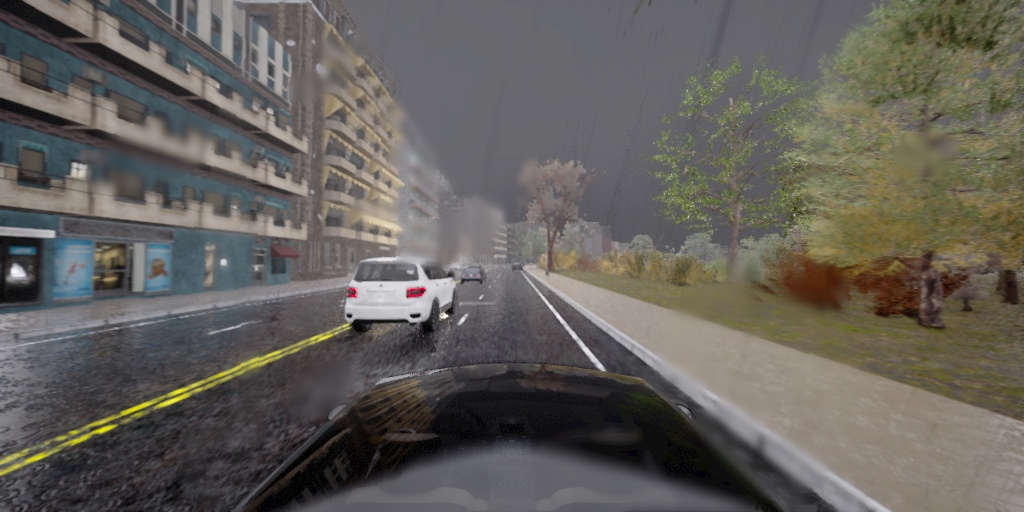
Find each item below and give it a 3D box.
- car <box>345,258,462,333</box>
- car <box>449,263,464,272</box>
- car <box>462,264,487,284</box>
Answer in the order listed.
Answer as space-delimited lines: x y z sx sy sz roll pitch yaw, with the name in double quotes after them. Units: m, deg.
-3.152 1.077 11.302 2.150 2.045 5.566 0 -1 0 "car"
-9.783 1.962 63.470 1.812 1.442 4.674 0 -1 1 "car"
-3.215 1.615 30.664 2.033 1.411 5.357 0 -1 0 "car"
